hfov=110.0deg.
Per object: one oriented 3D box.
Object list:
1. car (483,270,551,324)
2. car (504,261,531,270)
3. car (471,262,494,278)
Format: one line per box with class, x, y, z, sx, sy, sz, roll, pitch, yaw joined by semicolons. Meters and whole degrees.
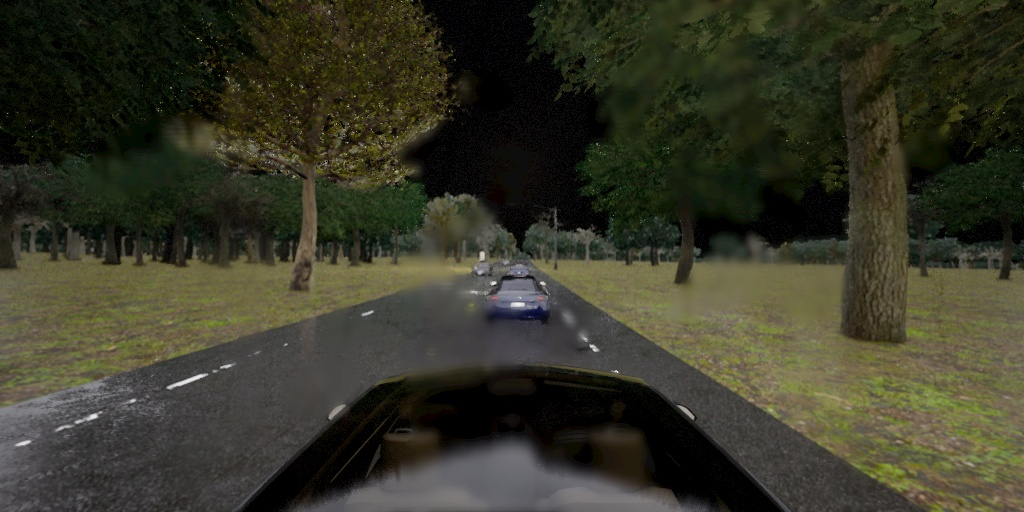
car;0.210;1.358;12.214;1.994;1.385;4.181;0;0;1
car;0.646;1.425;30.824;2.033;1.411;5.357;0;0;2
car;-2.891;1.397;35.880;2.128;1.511;4.902;0;0;2
